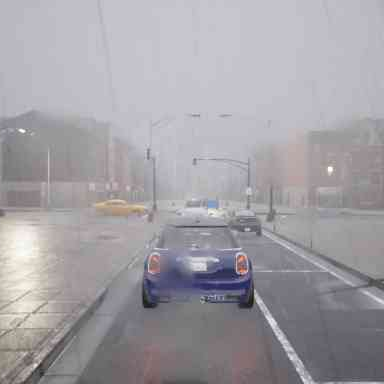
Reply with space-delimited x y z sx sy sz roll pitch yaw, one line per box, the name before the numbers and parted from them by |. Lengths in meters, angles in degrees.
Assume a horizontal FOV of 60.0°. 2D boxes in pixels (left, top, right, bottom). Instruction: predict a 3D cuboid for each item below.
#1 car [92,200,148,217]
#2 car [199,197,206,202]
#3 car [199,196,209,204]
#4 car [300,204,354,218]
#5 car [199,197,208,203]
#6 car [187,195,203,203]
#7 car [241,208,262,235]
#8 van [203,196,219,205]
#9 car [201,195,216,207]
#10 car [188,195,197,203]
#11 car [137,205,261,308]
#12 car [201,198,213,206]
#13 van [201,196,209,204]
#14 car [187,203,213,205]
car | -6.494 1.480 30.187 5.008 1.535 1.882 1 1 0
car | 2.800 2.138 92.696 1.802 1.307 4.206 -2 -1 0
car | 2.767 1.824 76.828 1.967 1.590 4.097 -1 -1 0
car | 13.312 1.826 33.081 4.718 1.301 1.895 1 1 1
car | 2.780 1.982 82.117 1.887 1.381 4.507 -1 -1 0
car | 0.210 1.651 49.453 2.128 1.511 4.902 0 0 0
car | 2.661 1.572 18.128 2.008 1.369 4.403 -1 0 0
van | 2.706 1.474 45.087 1.690 1.788 3.998 -1 0 0
car | 2.725 1.516 55.669 2.192 1.841 5.009 -1 0 0
car | 0.166 1.689 84.649 2.150 2.045 5.566 0 -1 0
car | 0.114 1.355 8.058 2.097 1.767 4.553 0 0 0
car | 2.740 1.793 60.956 2.008 1.369 4.403 -1 -1 0
van | 2.756 1.674 71.539 1.690 1.788 3.998 -1 -1 0
car | 0.164 1.546 17.878 1.812 1.442 4.674 0 0 1
